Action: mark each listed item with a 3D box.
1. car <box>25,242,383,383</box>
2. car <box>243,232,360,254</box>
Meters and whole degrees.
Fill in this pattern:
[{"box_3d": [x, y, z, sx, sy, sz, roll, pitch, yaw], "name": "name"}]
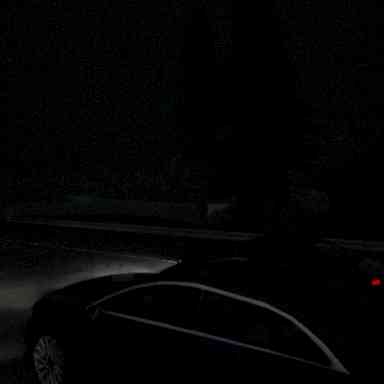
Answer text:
[{"box_3d": [0.178, 1.470, 3.532, 4.902, 1.511, 2.128, 0, 0, 34], "name": "car"}, {"box_3d": [1.620, 1.522, 6.758, 4.181, 1.385, 1.994, 0, 0, 34], "name": "car"}]
